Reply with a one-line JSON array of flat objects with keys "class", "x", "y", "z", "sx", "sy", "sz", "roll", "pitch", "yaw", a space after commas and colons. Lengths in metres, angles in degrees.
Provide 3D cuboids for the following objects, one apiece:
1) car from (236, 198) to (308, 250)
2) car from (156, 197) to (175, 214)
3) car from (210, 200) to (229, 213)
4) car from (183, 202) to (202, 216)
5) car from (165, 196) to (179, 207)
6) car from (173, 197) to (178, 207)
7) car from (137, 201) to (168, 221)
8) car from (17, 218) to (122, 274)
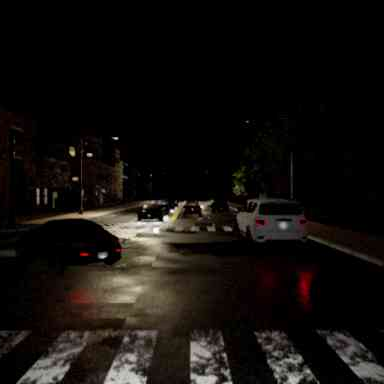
[{"class": "car", "x": 3.338, "y": 1.290, "z": 14.856, "sx": 2.150, "sy": 2.045, "sz": 5.566, "roll": 0, "pitch": 0, "yaw": 0}, {"class": "car", "x": -3.420, "y": 1.664, "z": 37.071, "sx": 2.128, "sy": 1.511, "sz": 4.902, "roll": 0, "pitch": 0, "yaw": 0}, {"class": "car", "x": 3.248, "y": 1.660, "z": 39.447, "sx": 1.882, "sy": 1.535, "sz": 5.008, "roll": 0, "pitch": 0, "yaw": 0}, {"class": "car", "x": 0.020, "y": 1.705, "z": 34.020, "sx": 2.033, "sy": 1.411, "sz": 5.357, "roll": 0, "pitch": 0, "yaw": 0}, {"class": "car", "x": -3.422, "y": 1.616, "z": 56.655, "sx": 2.097, "sy": 1.767, "sz": 4.553, "roll": 0, "pitch": 0, "yaw": 0}, {"class": "car", "x": -3.390, "y": 1.780, "z": 46.533, "sx": 1.994, "sy": 1.385, "sz": 4.181, "roll": 0, "pitch": 0, "yaw": 0}, {"class": "car", "x": -3.396, "y": 1.695, "z": 28.292, "sx": 1.994, "sy": 1.385, "sz": 4.181, "roll": 0, "pitch": 0, "yaw": 0}, {"class": "car", "x": -4.041, "y": 1.576, "z": 10.770, "sx": 1.812, "sy": 1.442, "sz": 4.674, "roll": 1, "pitch": -1, "yaw": -44}]
